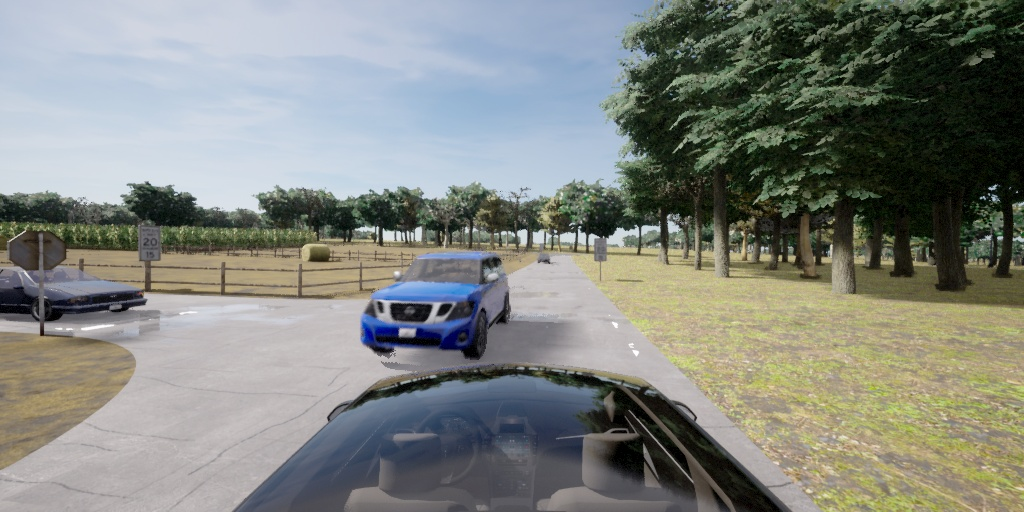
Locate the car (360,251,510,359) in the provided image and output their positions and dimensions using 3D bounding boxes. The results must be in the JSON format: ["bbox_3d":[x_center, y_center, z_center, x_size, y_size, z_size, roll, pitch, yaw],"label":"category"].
[{"bbox_3d":[-1.390,0.909,8.787,2.150,2.045,5.566,1,1,8],"label":"car"}]

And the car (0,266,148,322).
[{"bbox_3d":[-13.867,1.009,10.472,5.357,1.411,2.033,1,1,7],"label":"car"}]

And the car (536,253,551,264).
[{"bbox_3d":[4.682,0.372,52.529,1.837,1.490,4.892,0,2,8],"label":"car"}]
